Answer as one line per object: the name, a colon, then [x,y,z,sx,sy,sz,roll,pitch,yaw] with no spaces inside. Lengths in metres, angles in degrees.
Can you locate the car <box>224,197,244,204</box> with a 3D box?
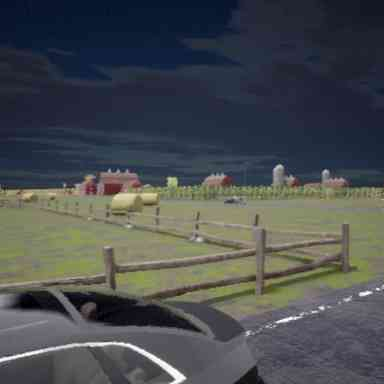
car: [7.997,1.605,63.607,1.812,1.442,4.674,-1,0,-35]

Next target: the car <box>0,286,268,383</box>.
car: [-1.681,1.504,1.871,4.892,1.490,1.837,0,0,-36]
